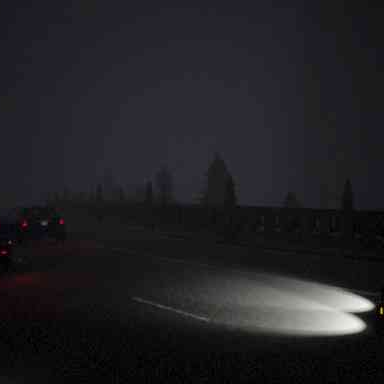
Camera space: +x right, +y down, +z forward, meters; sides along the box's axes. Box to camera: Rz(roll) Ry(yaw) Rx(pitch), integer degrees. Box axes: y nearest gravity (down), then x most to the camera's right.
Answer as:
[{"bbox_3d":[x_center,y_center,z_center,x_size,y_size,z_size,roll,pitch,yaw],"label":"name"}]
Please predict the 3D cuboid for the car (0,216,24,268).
[{"bbox_3d":[-7.163,1.578,10.379,4.674,1.442,1.812,0,0,43],"label":"car"}]

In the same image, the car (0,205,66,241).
[{"bbox_3d":[-7.967,1.427,16.205,2.097,1.767,4.553,0,0,-44],"label":"car"}]

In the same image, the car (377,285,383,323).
[{"bbox_3d":[5.076,1.583,4.816,4.181,1.385,1.994,0,0,35],"label":"car"}]
